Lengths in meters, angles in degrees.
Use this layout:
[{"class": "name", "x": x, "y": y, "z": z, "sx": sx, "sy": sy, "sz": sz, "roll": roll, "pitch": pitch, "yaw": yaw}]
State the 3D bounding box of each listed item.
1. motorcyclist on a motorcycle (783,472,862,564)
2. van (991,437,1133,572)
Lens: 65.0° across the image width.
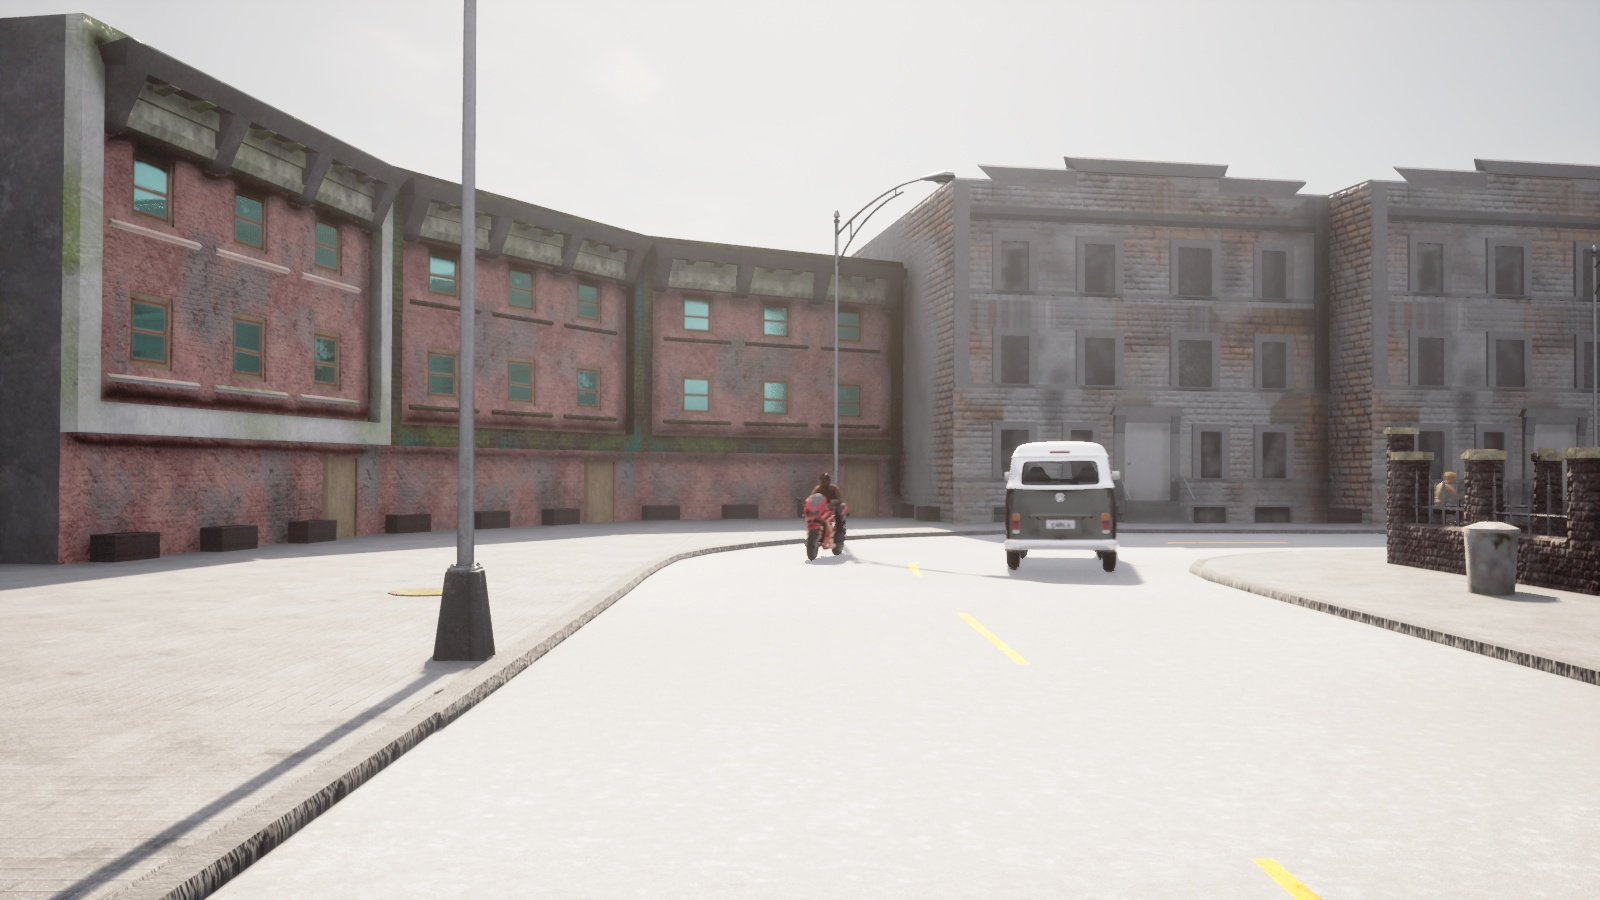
[{"class": "motorcyclist on a motorcycle", "x": 0.434, "y": 1.171, "z": 22.330, "sx": 0.797, "sy": 1.523, "sz": 2.044, "roll": 1, "pitch": -1, "yaw": 19}, {"class": "van", "x": 4.482, "y": 0.879, "z": 21.365, "sx": 2.069, "sy": 2.038, "sz": 4.480, "roll": -1, "pitch": -1, "yaw": 13}]
